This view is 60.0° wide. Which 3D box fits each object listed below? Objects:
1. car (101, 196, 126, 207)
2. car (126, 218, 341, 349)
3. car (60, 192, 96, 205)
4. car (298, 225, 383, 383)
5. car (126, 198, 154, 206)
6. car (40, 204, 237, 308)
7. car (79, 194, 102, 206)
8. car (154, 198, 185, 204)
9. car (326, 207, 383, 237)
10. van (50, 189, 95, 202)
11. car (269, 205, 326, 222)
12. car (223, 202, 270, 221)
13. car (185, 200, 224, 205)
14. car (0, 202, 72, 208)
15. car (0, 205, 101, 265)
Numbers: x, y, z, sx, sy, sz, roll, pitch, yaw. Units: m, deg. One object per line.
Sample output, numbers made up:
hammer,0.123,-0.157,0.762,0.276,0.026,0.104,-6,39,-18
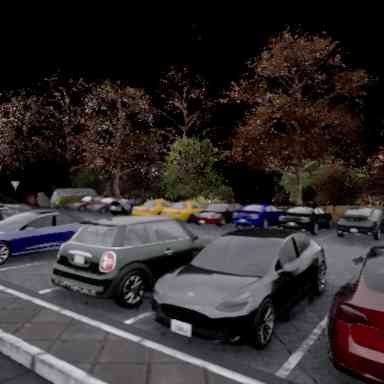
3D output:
car,-4.600,1.220,27.227,2.163,1.488,4.792,2,1,36
car,1.251,1.552,6.726,2.163,1.488,4.792,1,0,36
car,-9.221,1.041,30.555,2.002,1.452,4.674,2,1,36
car,3.540,1.573,5.133,2.163,1.488,4.792,0,0,36
car,-2.250,1.268,25.711,1.946,1.575,5.366,2,1,36
car,-1.003,1.367,8.362,2.185,1.767,4.553,1,1,36
car,-6.970,1.137,28.918,2.002,1.452,4.674,2,1,36
car,0.010,1.338,24.068,1.946,1.575,5.366,2,1,36
car,8.917,1.518,17.352,2.231,1.521,4.892,1,1,36
van,-11.450,0.684,32.017,1.878,1.987,4.442,2,2,36
car,6.558,1.486,19.069,2.097,1.535,5.008,1,1,36
car,4.302,1.446,20.710,2.097,1.535,5.008,1,1,36
car,2.031,1.428,22.332,2.163,1.488,4.792,2,1,36
car,-7.750,1.348,13.301,2.231,1.521,4.892,2,1,36
car,-5.517,1.437,11.649,2.163,1.488,4.792,1,1,36
